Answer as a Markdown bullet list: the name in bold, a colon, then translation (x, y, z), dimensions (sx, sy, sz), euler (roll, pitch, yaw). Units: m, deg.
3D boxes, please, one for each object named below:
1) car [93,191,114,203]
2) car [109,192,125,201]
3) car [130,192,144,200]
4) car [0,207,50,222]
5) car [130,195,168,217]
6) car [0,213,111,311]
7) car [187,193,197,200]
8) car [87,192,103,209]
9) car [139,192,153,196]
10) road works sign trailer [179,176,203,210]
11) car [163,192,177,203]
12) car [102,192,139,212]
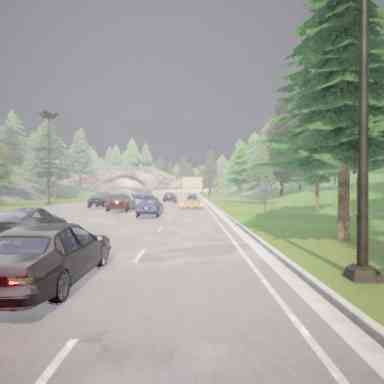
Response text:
- **car**: translation (-13.984, 0.755, 52.706), dimensions (2.097, 1.767, 4.553), euler (0, 1, 0)
- **car**: translation (-13.982, 0.816, 62.322), dimensions (1.812, 1.442, 4.674), euler (0, 1, 0)
- **car**: translation (-10.481, 0.757, 63.569), dimensions (1.882, 1.535, 5.008), euler (0, 1, 0)
- **car**: translation (-6.897, 1.366, 14.041), dimensions (1.812, 1.442, 4.674), euler (0, 0, 0)
- **car**: translation (-3.394, 1.237, 27.245), dimensions (2.033, 1.411, 5.357), euler (0, 1, 0)
- **car**: translation (-3.398, 1.457, 7.839), dimensions (2.033, 1.411, 5.357), euler (0, 1, 0)
- **car**: translation (0.018, 0.842, 62.318), dimensions (2.033, 1.411, 5.357), euler (0, 1, 0)
- **car**: translation (-10.389, 1.075, 37.717), dimensions (1.837, 1.490, 4.892), euler (0, 0, 0)
- **car**: translation (-6.972, 0.904, 53.100), dimensions (1.837, 1.490, 4.892), euler (0, 1, 0)
- **road works sign trailer**: translation (0.010, 0.066, 35.033), dimensions (2.380, 3.560, 2.880), euler (0, 1, 0)
- **car**: translation (-3.484, 0.752, 52.768), dimensions (2.097, 1.767, 4.553), euler (0, 1, 0)
- **car**: translation (-6.890, 0.982, 32.630), dimensions (2.097, 1.767, 4.553), euler (0, 1, 0)
